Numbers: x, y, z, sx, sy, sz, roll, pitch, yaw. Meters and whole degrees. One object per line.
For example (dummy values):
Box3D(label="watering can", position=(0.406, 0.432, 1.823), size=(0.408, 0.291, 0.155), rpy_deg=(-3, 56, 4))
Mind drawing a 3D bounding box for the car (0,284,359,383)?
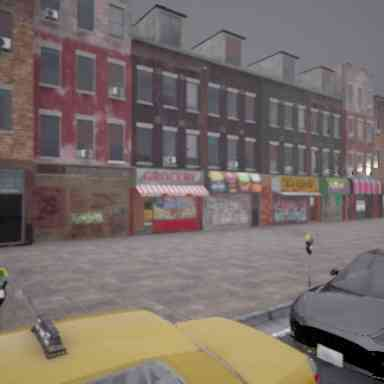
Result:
Box3D(label="car", position=(-1.146, 1.526, 1.994), size=(4.829, 1.417, 1.752), rpy_deg=(0, 0, -36))

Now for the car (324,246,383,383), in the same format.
Box3D(label="car", position=(3.429, 1.605, 5.260), size=(4.313, 1.339, 1.947), rpy_deg=(0, 0, -36))
